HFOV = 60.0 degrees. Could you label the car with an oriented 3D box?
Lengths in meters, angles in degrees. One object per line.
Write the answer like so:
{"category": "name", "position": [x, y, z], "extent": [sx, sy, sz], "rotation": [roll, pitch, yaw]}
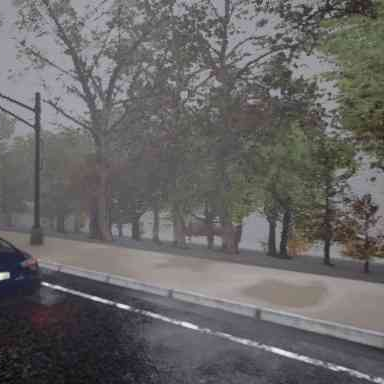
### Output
{"category": "car", "position": [-5.237, 1.559, 7.420], "extent": [4.181, 1.385, 1.994], "rotation": [0, 0, 35]}
